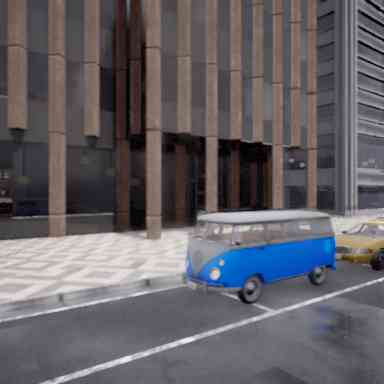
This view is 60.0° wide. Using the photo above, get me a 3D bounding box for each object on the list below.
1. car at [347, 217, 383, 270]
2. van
[{"bbox_3d":[6.157,1.551,11.063,4.829,1.417,1.752,0,0,-36],"label":"car"},{"bbox_3d":[1.711,1.354,7.883,3.998,1.788,1.690,0,0,-36],"label":"van"}]
